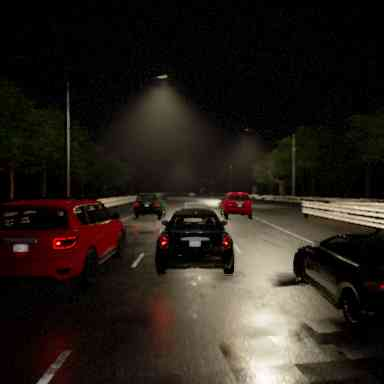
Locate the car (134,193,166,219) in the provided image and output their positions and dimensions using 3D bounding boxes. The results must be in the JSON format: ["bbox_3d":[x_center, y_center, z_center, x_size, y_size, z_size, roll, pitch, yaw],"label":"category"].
[{"bbox_3d":[-3.405,1.097,27.729,2.150,2.045,5.566,0,1,0],"label":"car"}]

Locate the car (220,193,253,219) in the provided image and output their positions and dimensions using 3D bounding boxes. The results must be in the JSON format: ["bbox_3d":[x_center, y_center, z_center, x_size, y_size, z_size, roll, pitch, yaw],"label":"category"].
[{"bbox_3d":[3.595,1.097,27.657,2.150,2.045,5.566,0,1,0],"label":"car"}]

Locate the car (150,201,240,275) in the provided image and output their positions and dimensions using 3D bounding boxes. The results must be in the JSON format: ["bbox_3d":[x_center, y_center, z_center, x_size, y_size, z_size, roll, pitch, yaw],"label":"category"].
[{"bbox_3d":[0.085,1.323,10.555,2.097,1.767,4.553,0,0,0],"label":"car"}]

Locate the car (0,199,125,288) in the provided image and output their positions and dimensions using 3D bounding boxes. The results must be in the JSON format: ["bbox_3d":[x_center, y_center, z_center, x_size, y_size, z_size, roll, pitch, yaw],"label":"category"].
[{"bbox_3d":[-3.415,1.199,9.339,2.150,2.045,5.566,0,0,0],"label":"car"}]

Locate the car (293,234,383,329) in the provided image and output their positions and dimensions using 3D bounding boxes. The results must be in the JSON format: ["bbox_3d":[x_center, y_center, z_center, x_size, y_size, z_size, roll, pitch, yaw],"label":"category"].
[{"bbox_3d":[3.570,1.548,6.893,1.994,1.385,4.181,0,0,1],"label":"car"}]

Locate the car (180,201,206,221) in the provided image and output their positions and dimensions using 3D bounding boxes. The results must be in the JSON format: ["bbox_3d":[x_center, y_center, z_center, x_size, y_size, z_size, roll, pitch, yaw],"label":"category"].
[{"bbox_3d":[0.095,1.481,26.986,1.895,1.301,4.718,0,0,0],"label":"car"}]
